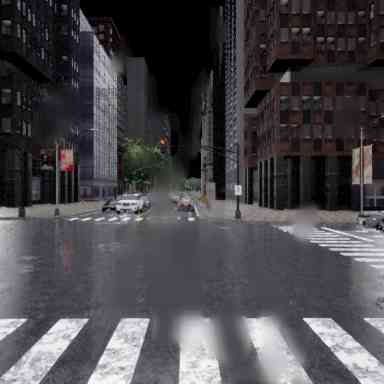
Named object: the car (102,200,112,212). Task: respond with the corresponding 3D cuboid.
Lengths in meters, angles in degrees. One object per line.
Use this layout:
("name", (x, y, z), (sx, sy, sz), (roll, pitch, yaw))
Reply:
("car", (-9.250, 1.574, 38.974), (1.947, 1.339, 4.313), (0, 0, -1))

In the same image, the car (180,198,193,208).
("car", (-0.828, 1.614, 49.901), (1.802, 1.307, 4.206), (0, 0, -1))

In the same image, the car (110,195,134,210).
("car", (-9.302, 1.335, 44.400), (2.192, 1.841, 5.009), (0, 0, -1))

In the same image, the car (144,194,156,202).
("car", (-9.612, 1.417, 76.955), (2.192, 1.841, 5.009), (0, 0, -1))

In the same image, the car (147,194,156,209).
("car", (-6.644, 1.375, 45.638), (2.097, 1.767, 4.553), (0, 0, 0))

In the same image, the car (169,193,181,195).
("car", (-3.829, 1.575, 75.426), (1.882, 1.535, 5.008), (0, 0, -1))

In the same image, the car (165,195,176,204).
("car", (-3.632, 1.671, 65.356), (1.895, 1.301, 4.718), (0, 0, -1))

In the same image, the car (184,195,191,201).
("car", (-1.190, 1.574, 87.875), (1.967, 1.590, 4.097), (0, 0, -1))

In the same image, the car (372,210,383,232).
("car", (12.531, 1.730, 17.693), (4.674, 1.442, 1.812), (1, 0, -3))

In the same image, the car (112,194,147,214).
("car", (-6.553, 1.223, 35.613), (2.150, 2.045, 5.566), (0, 0, -1))

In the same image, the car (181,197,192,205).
("car", (-0.931, 1.603, 60.751), (1.887, 1.381, 4.507), (0, 0, -1))

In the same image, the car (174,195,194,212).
("car", (-0.725, 1.448, 39.052), (1.967, 1.590, 4.097), (0, 0, -1))

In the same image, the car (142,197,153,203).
("car", (-9.559, 1.668, 71.528), (1.802, 1.307, 4.206), (0, 0, -1))

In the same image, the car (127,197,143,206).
("car", (-9.403, 1.570, 55.081), (1.752, 1.417, 4.829), (0, 0, -1))

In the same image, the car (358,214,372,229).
("car", (13.165, 1.703, 21.058), (4.902, 1.511, 2.128), (1, 0, 0))

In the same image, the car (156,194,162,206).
("car", (-6.730, 1.399, 55.839), (2.097, 1.767, 4.553), (0, 0, 0))

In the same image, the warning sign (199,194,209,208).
("warning sign", (1.551, 1.131, 42.744), (1.300, 1.860, 1.060), (0, 0, -1))

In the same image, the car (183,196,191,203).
("car", (-1.036, 1.612, 71.770), (1.752, 1.417, 4.829), (0, 0, -1))
